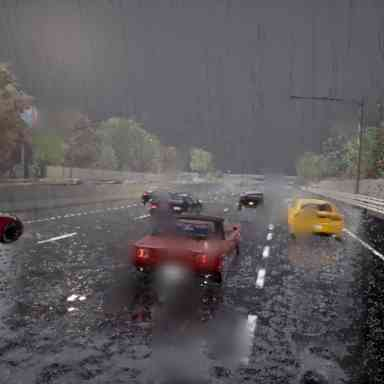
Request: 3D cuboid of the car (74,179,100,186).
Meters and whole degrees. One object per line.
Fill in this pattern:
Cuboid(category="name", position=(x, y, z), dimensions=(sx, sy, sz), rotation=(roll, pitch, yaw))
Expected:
Cuboid(category="car", position=(-14.492, -0.974, 49.105), dimensions=(2.033, 1.411, 5.357), rotation=(3, 2, 15))

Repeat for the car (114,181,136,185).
Cuboid(category="car", position=(-8.328, -0.568, 45.121), dimensions=(1.994, 1.385, 4.181), rotation=(3, 2, 15))

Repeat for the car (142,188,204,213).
Cuboid(category="car", position=(-0.692, 0.745, 18.889), dimensions=(2.033, 1.411, 5.357), rotation=(3, 2, 15))

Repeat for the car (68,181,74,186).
Cuboid(category="car", position=(-17.358, -1.235, 51.871), dimensions=(1.837, 1.490, 4.892), rotation=(3, 2, 15))

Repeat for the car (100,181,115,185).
Cuboid(category="car", position=(-10.984, -0.867, 48.693), dimensions=(1.837, 1.490, 4.892), rotation=(3, 2, 15))

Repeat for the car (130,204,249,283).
Cuboid(category="car", position=(0.213, 1.237, 8.745), dimensions=(1.895, 1.301, 4.718), rotation=(3, 2, 15))

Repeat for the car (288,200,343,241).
Cuboid(category="car", position=(5.314, 1.070, 14.653), dimensions=(1.882, 1.535, 5.008), rotation=(3, 2, 15))

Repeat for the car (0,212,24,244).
Cuboid(category="car", position=(-6.862, 0.910, 9.362), dimensions=(1.994, 1.385, 4.181), rotation=(3, 2, 15))

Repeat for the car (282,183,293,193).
Cuboid(category="car", position=(21.532, -0.929, 75.181), dimensions=(2.150, 2.045, 5.566), rotation=(3, 2, 15))

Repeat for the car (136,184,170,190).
Cuboid(category="car", position=(-2.321, 0.332, 26.304), dimensions=(2.128, 1.511, 4.902), rotation=(3, 2, 15))

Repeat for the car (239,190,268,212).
Cuboid(category="car", position=(4.871, 0.596, 26.116), dimensions=(1.882, 1.535, 5.008), rotation=(3, 2, 15))
